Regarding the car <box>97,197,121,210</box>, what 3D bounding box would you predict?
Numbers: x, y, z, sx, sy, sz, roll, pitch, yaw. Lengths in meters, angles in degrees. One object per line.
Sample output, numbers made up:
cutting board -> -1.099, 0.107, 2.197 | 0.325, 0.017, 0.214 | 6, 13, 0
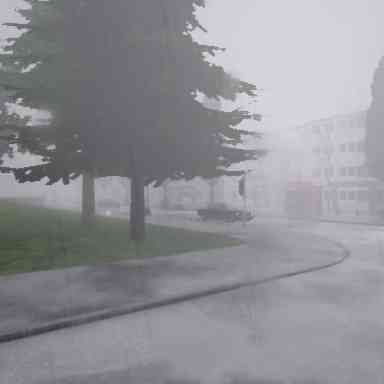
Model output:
car -> -11.060, 1.510, 44.241 | 1.837, 1.490, 4.892 | 0, 0, -35

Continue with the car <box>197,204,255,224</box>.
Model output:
car -> 2.507, 1.604, 25.169 | 1.895, 1.301, 4.718 | 0, 0, -36

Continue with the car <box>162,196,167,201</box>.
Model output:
car -> -5.041, 1.524, 83.320 | 4.536, 1.218, 1.853 | 0, 0, -6

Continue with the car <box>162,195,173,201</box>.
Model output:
car -> -6.335, 1.438, 85.801 | 1.845, 1.501, 3.633 | 0, 0, -24

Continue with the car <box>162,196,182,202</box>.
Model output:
car -> -4.989, 1.682, 83.325 | 4.974, 1.542, 2.038 | 0, 0, -6
